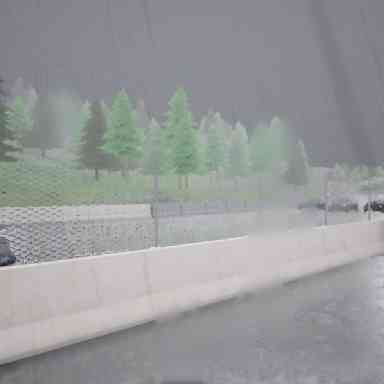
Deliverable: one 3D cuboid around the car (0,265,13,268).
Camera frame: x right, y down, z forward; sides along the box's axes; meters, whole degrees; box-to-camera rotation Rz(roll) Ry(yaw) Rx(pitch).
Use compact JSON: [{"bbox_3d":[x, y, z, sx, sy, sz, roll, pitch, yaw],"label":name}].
[{"bbox_3d":[-7.066,1.548,7.529,5.357,1.411,2.033,0,0,-35],"label":"car"}]
